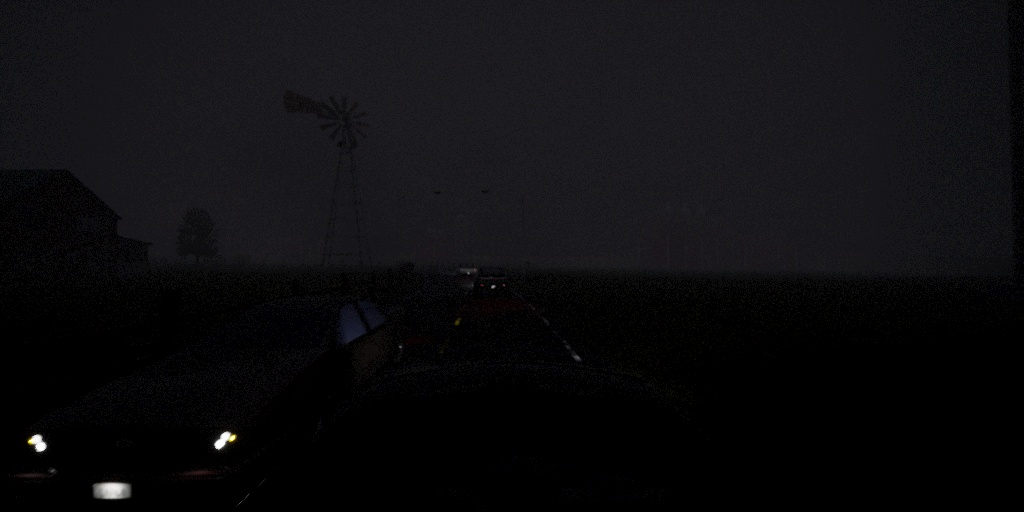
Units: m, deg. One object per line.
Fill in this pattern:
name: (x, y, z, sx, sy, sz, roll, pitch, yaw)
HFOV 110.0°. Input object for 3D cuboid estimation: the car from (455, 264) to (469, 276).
car: (-5.183, 1.538, 40.038, 1.895, 1.301, 4.718, 0, 0, -15)

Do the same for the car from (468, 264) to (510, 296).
car: (-1.240, 1.340, 20.348, 2.128, 1.511, 4.902, 0, 0, -7)

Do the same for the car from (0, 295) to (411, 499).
car: (-2.957, 1.324, 5.255, 2.033, 1.411, 5.357, 0, 0, -1)
